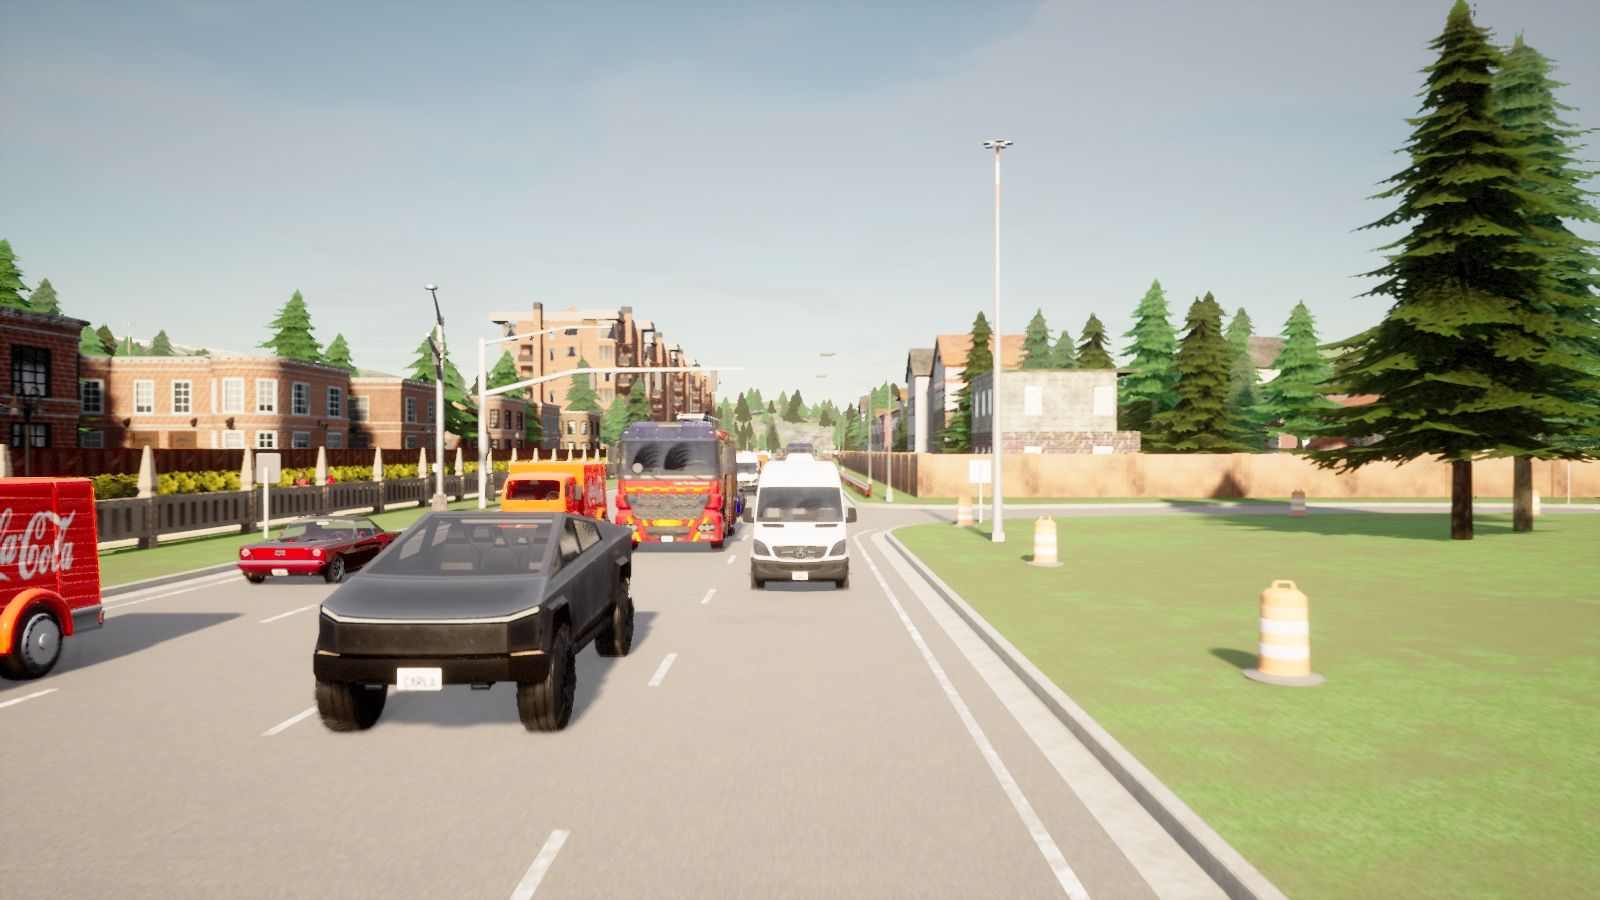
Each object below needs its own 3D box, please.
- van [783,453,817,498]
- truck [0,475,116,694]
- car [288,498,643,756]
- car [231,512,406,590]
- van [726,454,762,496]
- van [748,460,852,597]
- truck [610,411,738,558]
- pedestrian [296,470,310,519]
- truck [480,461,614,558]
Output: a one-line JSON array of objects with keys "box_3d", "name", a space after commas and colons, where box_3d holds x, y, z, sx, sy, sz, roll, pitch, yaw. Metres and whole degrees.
[{"box_3d": [0.004, 1.529, 71.674, 1.988, 2.561, 5.915, 0, 1, 0], "name": "van"}, {"box_3d": [-10.500, 1.568, 12.746, 2.627, 2.467, 5.204, 0, 0, 0], "name": "truck"}, {"box_3d": [-3.500, 1.753, 13.610, 2.390, 2.098, 6.274, 0, 0, 0], "name": "car"}, {"box_3d": [-10.499, 2.155, 25.327, 1.895, 1.301, 4.718, 0, 0, 0], "name": "car"}, {"box_3d": [-3.496, 1.535, 71.999, 1.988, 2.561, 5.915, 0, 0, 0], "name": "van"}, {"box_3d": [0.004, 1.534, 24.766, 1.988, 2.561, 5.915, 0, 0, 0], "name": "van"}, {"box_3d": [-3.496, 0.890, 33.893, 2.891, 3.827, 8.468, 0, 0, 0], "name": "truck"}, {"box_3d": [-18.972, 1.702, 43.595, 0.375, 1.860, 0.375, 0, 0, 0], "name": "pedestrian"}, {"box_3d": [-7.001, 1.568, 32.322, 2.627, 2.467, 5.204, 0, 0, 0], "name": "truck"}]
